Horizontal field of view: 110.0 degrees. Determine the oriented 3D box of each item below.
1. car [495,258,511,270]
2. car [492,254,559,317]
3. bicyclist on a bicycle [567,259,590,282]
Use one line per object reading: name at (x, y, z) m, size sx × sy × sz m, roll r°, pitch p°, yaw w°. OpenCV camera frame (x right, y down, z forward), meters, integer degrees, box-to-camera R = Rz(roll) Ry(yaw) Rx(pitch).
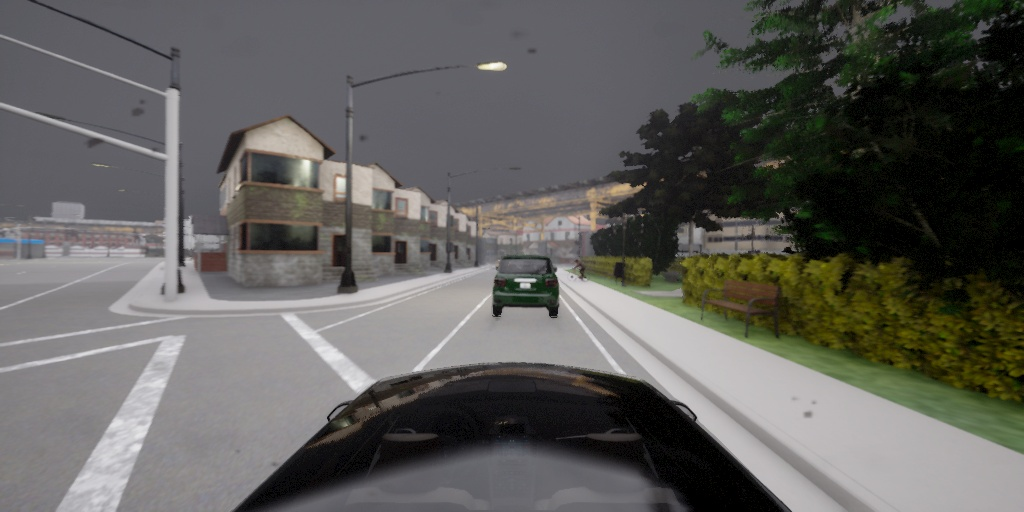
car at (-1.272, 1.150, 51.172) m, size 1.882 × 1.535 × 5.008 m, roll 0°, pitch 0°, yaw 4°
car at (0.520, 0.965, 13.331) m, size 2.150 × 2.045 × 5.566 m, roll 1°, pitch 0°, yaw 3°
bicyclist on a bicycle at (4.871, 1.069, 26.166) m, size 1.656 × 1.620 × 0.582 m, roll 0°, pitch 0°, yaw 2°
